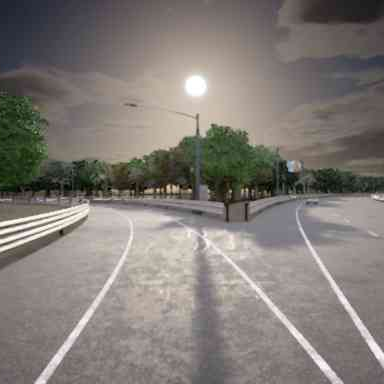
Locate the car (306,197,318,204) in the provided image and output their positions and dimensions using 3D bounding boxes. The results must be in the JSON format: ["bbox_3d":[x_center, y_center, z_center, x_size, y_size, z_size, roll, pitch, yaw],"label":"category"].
[{"bbox_3d":[21.500,1.472,59.429,1.895,1.301,4.718,0,0,22],"label":"car"}]
